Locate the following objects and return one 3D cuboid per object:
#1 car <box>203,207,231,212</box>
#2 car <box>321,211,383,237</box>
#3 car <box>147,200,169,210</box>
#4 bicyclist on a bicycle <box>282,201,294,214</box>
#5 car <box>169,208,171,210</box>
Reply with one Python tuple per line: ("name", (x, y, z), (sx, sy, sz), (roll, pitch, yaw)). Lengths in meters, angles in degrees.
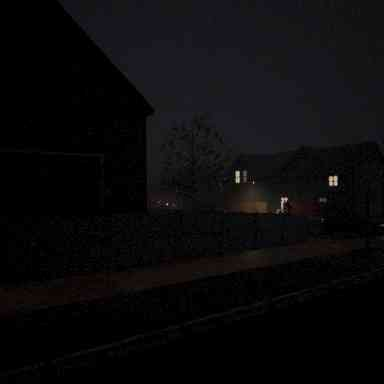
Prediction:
("car", (2.397, 2.047, 29.625), (1.812, 1.442, 4.674), (-1, -1, -35))
("car", (9.634, 1.789, 19.295), (1.994, 1.385, 4.181), (-1, -1, -31))
("car", (-5.577, 2.067, 40.752), (2.150, 2.045, 5.566), (-1, -1, -36))
("bicyclist on a bicycle", (8.838, 1.667, 30.682), (1.656, 1.620, 0.582), (-1, 0, -36))
("car", (-4.534, 2.383, 44.357), (1.812, 1.442, 4.674), (-1, -1, -36))
